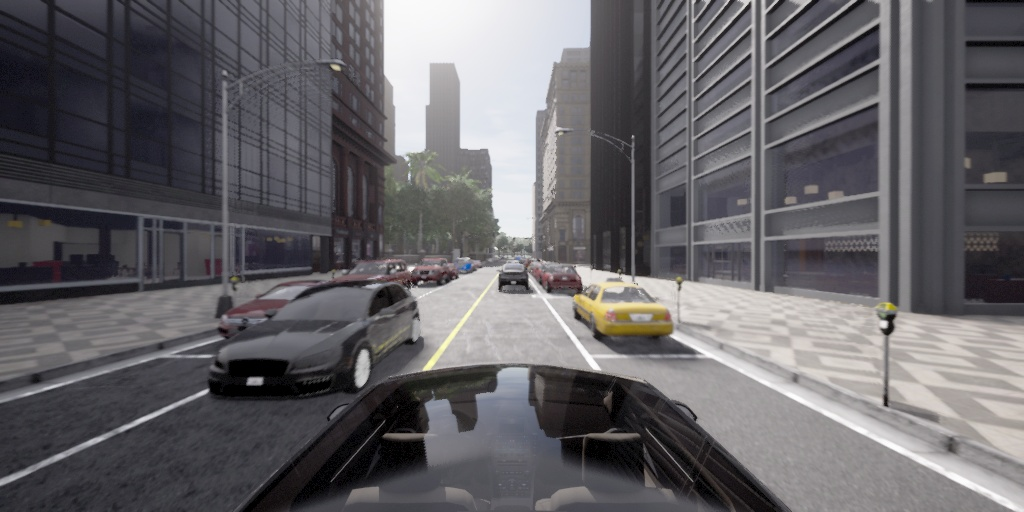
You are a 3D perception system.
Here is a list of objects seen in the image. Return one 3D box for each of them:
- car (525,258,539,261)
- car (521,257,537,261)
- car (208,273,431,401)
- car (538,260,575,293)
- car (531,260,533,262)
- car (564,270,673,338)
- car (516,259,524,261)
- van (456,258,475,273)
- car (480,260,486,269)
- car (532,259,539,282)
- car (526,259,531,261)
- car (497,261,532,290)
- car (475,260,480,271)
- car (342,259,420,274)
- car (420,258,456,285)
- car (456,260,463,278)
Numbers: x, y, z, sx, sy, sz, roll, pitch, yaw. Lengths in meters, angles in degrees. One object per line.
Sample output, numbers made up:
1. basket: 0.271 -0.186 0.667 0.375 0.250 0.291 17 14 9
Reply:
1. car: 2.756 1.294 42.526 1.751 1.417 4.829 0 0 0
2. car: 2.755 1.086 47.781 2.192 1.841 5.009 0 0 0
3. car: -3.087 1.255 6.757 1.837 1.490 4.892 0 0 0
4. car: 2.759 1.195 20.656 1.967 1.591 4.097 0 0 0
5. car: 2.757 1.306 31.506 1.888 1.381 4.507 0 0 0
6. car: 2.761 1.277 9.976 1.751 1.417 4.829 0 0 0
7. car: 0.095 1.369 42.148 1.895 1.301 4.718 0 0 0
8. van: -5.769 1.109 42.369 1.690 1.789 3.998 0 0 0
9. car: -5.772 1.358 58.648 1.802 1.307 4.207 0 0 0
10. car: 2.758 1.198 26.081 1.967 1.591 4.097 0 0 0
11. car: 2.757 1.316 36.930 2.007 1.370 4.403 0 0 0
12. car: 0.093 1.261 22.744 1.837 1.490 4.892 0 0 0
13. car: -5.770 1.211 47.796 1.967 1.591 4.097 0 0 0
14. car: -5.765 1.067 15.240 2.192 1.841 5.009 0 0 0
15. car: -5.767 1.072 26.091 2.192 1.841 5.009 0 0 0
16. car: -5.768 1.306 31.517 1.888 1.381 4.507 0 0 0
